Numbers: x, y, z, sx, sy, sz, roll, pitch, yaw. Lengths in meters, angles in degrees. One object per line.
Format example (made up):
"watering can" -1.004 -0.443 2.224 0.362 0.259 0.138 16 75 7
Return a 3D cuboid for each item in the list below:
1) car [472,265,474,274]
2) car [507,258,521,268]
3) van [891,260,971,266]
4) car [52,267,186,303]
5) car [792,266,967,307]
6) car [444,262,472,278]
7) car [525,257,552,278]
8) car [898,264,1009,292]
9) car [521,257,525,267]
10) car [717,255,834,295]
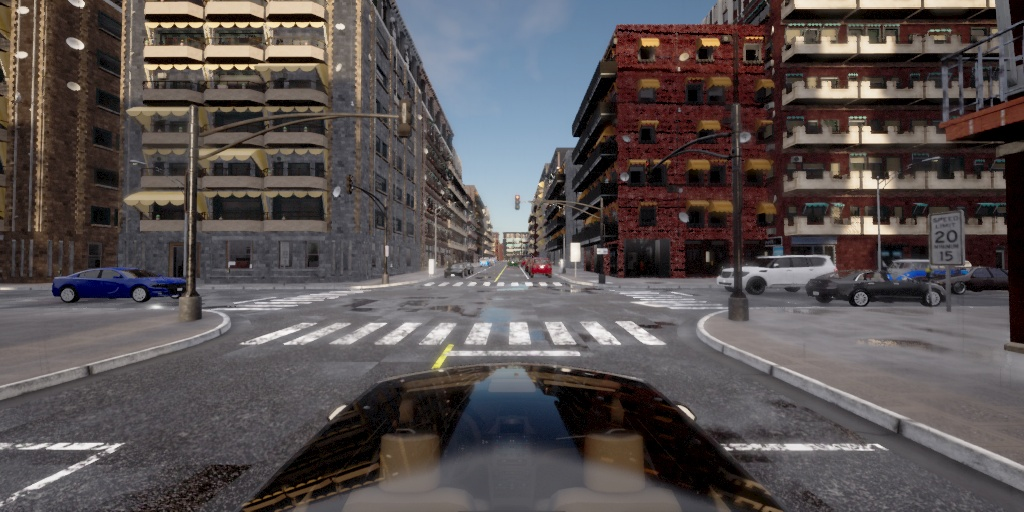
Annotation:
"car" -5.231 1.331 39.503 1.948 1.339 4.313 0 0 0
"car" 0.235 1.179 64.489 2.097 1.767 4.553 0 0 0
"van" 24.946 1.115 21.479 3.998 1.789 1.690 0 0 0
"car" -17.582 1.254 16.284 5.008 1.535 1.882 0 -1 0
"car" 13.771 1.186 13.652 4.403 1.370 2.007 0 0 0
"car" -5.243 1.328 33.942 1.948 1.339 4.313 0 0 0
"car" 2.638 1.077 33.970 2.192 1.841 5.009 0 0 0
"car" 24.318 1.272 19.030 5.357 1.411 2.033 0 -1 0
"car" 2.662 1.086 45.093 2.192 1.841 5.009 0 0 0
"car" 14.066 0.970 19.088 5.566 2.045 2.150 0 -1 0
